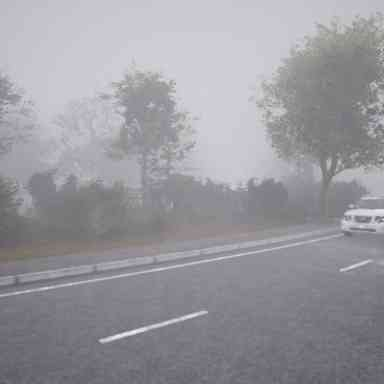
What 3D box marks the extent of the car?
[{"bbox_3d":[9.743,1.239,17.266,2.150,2.045,5.566,0,0,44],"label":"car"}]
